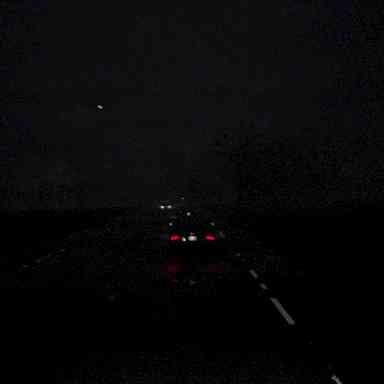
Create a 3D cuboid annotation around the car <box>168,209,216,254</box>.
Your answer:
[{"bbox_3d":[-0.009,1.666,14.024,2.033,1.411,5.357,0,0,0],"label":"car"}]

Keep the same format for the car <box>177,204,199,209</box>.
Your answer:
[{"bbox_3d":[-0.357,1.777,29.367,1.994,1.385,4.181,0,0,-2],"label":"car"}]

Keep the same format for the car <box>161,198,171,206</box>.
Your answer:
[{"bbox_3d":[-5.623,2.160,71.758,2.097,1.767,4.553,0,-1,-2],"label":"car"}]
